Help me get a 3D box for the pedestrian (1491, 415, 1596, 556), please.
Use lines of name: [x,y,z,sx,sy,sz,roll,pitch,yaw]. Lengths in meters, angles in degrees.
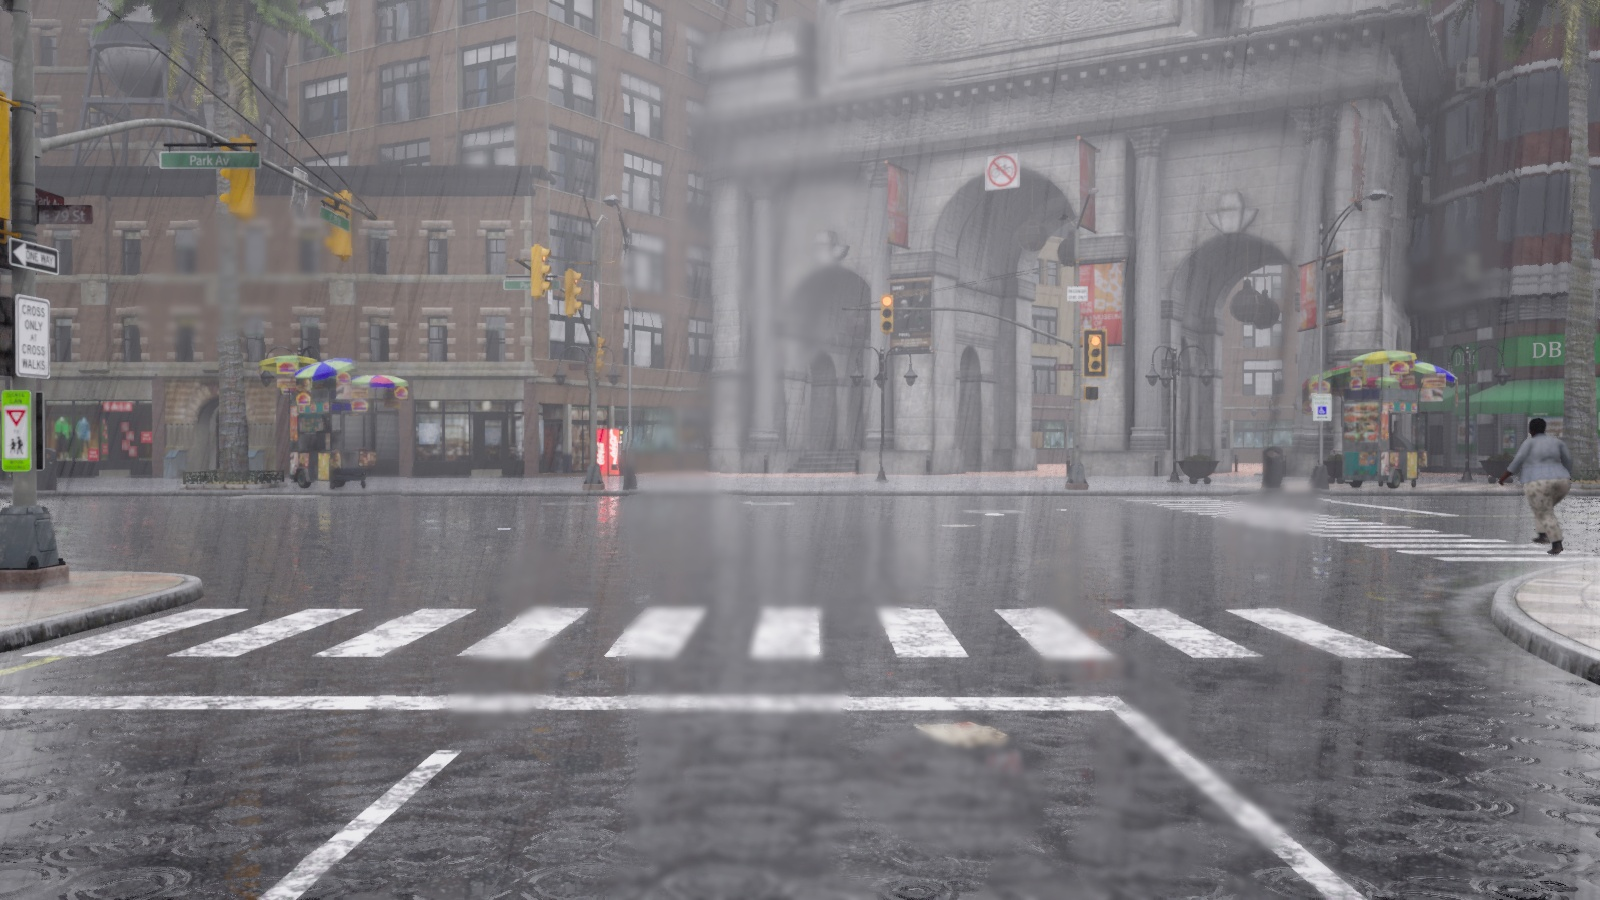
pedestrian: [10.069,0.465,17.038,0.874,1.855,0.900,0,0,-3]
